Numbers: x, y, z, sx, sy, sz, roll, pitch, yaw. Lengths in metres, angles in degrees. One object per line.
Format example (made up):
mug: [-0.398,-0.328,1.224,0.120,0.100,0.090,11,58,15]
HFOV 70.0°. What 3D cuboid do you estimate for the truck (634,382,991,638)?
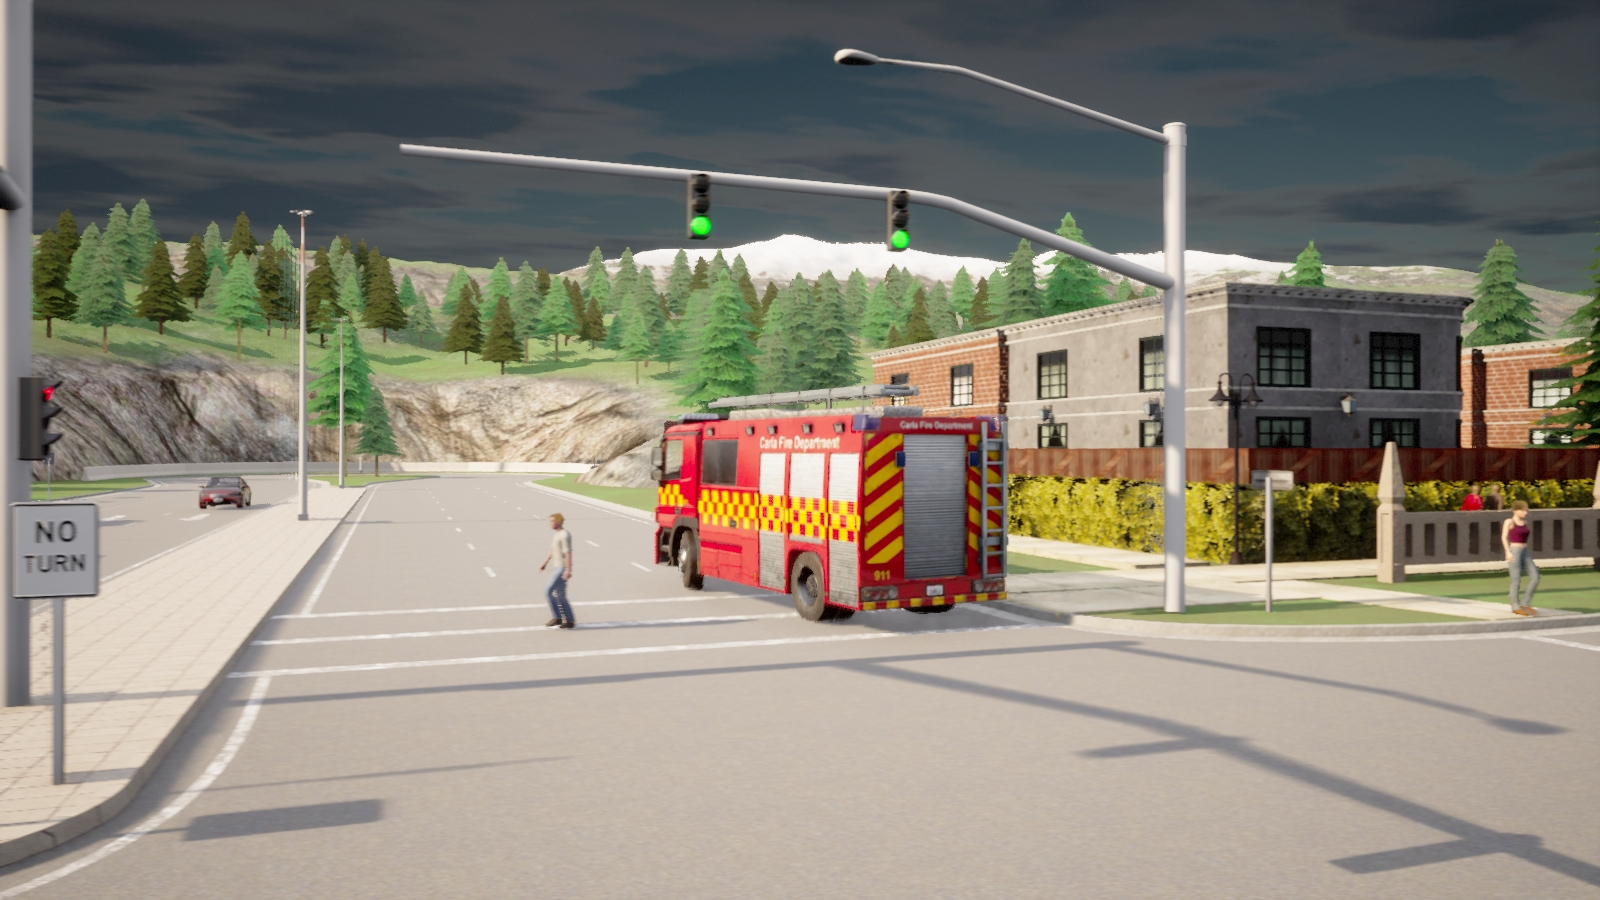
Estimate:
truck: [-0.233,0.891,21.469,2.891,3.827,8.468,0,0,-29]

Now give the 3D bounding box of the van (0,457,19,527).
van: [-30.080,1.534,40.954,1.988,2.561,5.915,0,0,-19]

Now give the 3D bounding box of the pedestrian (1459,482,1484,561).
pedestrian: [15.994,1.698,27.213,0.375,1.860,0.375,0,0,-20]

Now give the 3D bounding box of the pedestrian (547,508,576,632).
pedestrian: [-3.711,1.849,17.737,0.375,1.860,0.375,0,0,-23]

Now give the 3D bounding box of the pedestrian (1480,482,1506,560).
pedestrian: [16.643,1.698,27.445,0.375,1.860,0.375,0,0,-20]

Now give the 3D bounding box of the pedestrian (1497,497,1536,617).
pedestrian: [11.432,1.695,18.225,0.375,1.860,0.375,0,0,-17]

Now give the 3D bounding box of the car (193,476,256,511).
car: [-27.511,2.047,54.764,2.128,1.511,4.902,0,0,-19]
